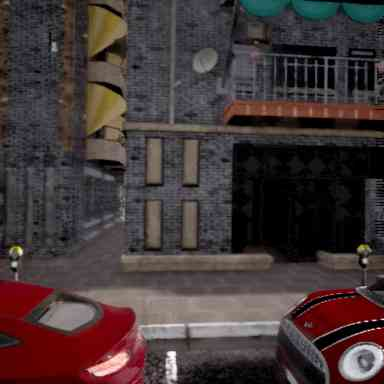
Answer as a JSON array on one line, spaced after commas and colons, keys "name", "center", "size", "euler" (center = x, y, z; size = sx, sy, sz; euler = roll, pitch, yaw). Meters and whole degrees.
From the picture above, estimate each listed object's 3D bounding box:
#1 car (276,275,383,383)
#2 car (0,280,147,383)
[{"name": "car", "center": [3.071, 1.503, 3.757], "size": [4.097, 1.590, 1.967], "euler": [0, 0, -5]}, {"name": "car", "center": [-2.572, 1.595, 3.272], "size": [4.206, 1.307, 1.802], "euler": [0, 0, -5]}]
